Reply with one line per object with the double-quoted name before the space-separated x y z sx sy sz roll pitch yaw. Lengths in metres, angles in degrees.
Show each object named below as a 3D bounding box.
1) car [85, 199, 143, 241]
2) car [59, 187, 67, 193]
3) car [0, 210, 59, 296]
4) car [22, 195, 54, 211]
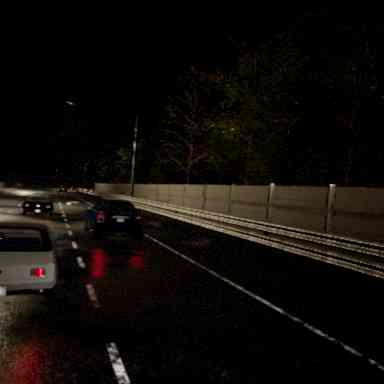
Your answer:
"car" -3.748 1.121 15.576 2.097 1.767 4.553 4 0 -23
"car" -32.700 -0.529 84.469 2.128 1.511 4.902 4 0 -23
"car" -4.095 1.321 7.600 1.895 1.301 4.718 4 0 -23
"car" -10.760 0.879 23.477 1.895 1.301 4.718 4 0 -23
